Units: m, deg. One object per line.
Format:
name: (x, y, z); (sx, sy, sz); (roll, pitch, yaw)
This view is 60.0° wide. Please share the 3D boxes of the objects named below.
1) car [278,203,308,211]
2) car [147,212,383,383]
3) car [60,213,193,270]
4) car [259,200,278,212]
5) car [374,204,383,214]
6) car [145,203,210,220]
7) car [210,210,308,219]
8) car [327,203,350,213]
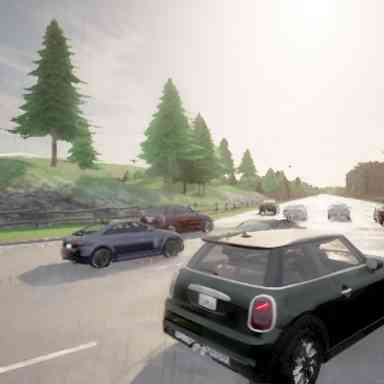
car: (9.040, 1.694, 29.007); (1.812, 1.442, 4.674); (0, 0, 24)
car: (1.799, 1.385, 5.504); (4.553, 1.767, 2.097); (0, -1, -41)
car: (-2.285, 1.633, 11.503); (4.181, 1.385, 1.994); (0, 0, -43)
car: (8.804, 1.723, 37.510); (1.837, 1.490, 4.892); (0, 0, 22)
car: (15.376, 1.627, 25.823); (1.882, 1.535, 5.008); (0, 0, 23)
car: (-0.782, 1.460, 18.349); (2.097, 1.767, 4.553); (0, -1, 39)
car: (2.882, 1.595, 11.818); (1.812, 1.442, 4.674); (0, 0, 42)
car: (13.603, 1.704, 30.833); (1.812, 1.442, 4.674); (0, 0, 23)
